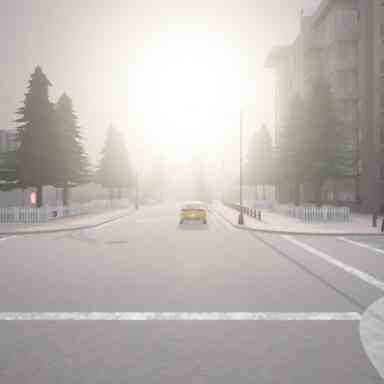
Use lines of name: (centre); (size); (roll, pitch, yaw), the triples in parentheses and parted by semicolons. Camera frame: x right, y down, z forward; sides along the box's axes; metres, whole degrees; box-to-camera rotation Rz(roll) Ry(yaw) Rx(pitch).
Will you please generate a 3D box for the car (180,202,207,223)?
car: (0.103, 1.476, 25.722); (1.882, 1.535, 5.008); (0, 0, 1)
